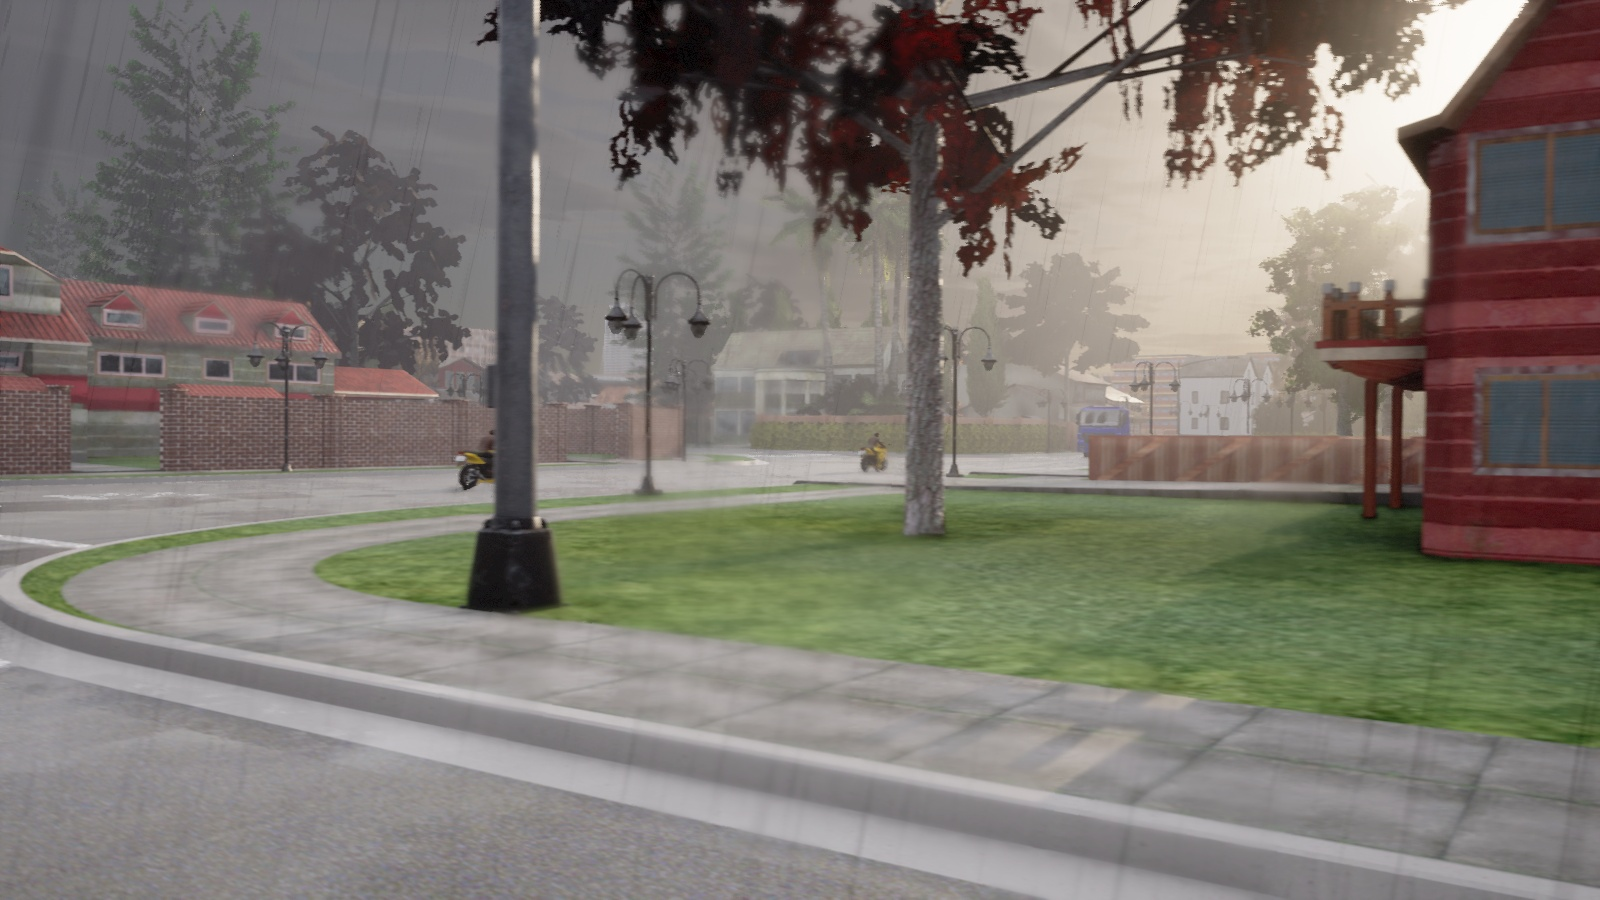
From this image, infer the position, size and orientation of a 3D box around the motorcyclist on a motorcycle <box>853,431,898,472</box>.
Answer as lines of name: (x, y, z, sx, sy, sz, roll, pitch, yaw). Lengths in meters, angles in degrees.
motorcyclist on a motorcycle: (2.872, 0.038, 47.695, 0.797, 1.523, 2.044, 0, 1, 32)

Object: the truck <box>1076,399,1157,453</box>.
truck: (21.082, -1.579, 83.372, 2.891, 3.462, 7.936, 0, 1, 32)

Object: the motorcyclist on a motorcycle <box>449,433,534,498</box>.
motorcyclist on a motorcycle: (-7.593, 0.359, 30.984, 0.797, 1.523, 2.044, 0, 1, 32)
